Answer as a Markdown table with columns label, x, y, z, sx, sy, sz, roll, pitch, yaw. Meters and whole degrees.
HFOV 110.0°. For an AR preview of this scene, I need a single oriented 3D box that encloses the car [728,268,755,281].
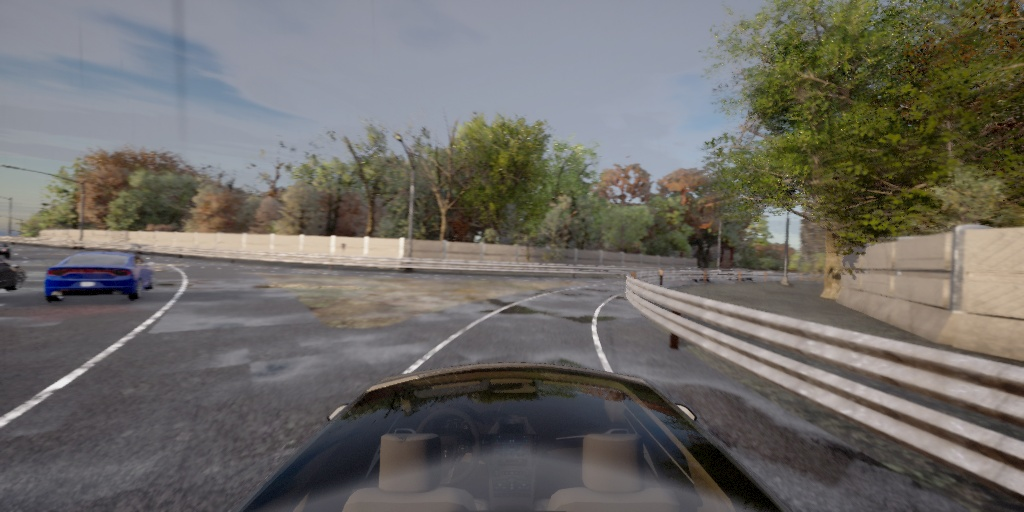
| label | x | y | z | sx | sy | sz | roll | pitch | yaw |
| --- | --- | --- | --- | --- | --- | --- | --- | --- | --- |
| car | 31.684 | 2.503 | 49.429 | 4.553 | 1.767 | 2.097 | 3 | 0 | -40 |

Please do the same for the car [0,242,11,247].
| label | x | y | z | sx | sy | sz | roll | pitch | yaw |
| --- | --- | --- | --- | --- | --- | --- | --- | --- | --- |
| car | -40.579 | -0.506 | 27.880 | 4.718 | 1.301 | 1.895 | 3 | 0 | 35 |

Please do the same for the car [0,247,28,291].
| label | x | y | z | sx | sy | sz | roll | pitch | yaw |
| --- | --- | --- | --- | --- | --- | --- | --- | --- | --- |
| car | -16.863 | 0.527 | 10.723 | 2.033 | 1.411 | 5.357 | 3 | 0 | -41 |

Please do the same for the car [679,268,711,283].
| label | x | y | z | sx | sy | sz | roll | pitch | yaw |
| --- | --- | --- | --- | --- | --- | --- | --- | --- | --- |
| car | 20.502 | 2.129 | 40.092 | 5.008 | 1.535 | 1.882 | 3 | 0 | -40 |

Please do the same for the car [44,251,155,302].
| label | x | y | z | sx | sy | sz | roll | pitch | yaw |
| --- | --- | --- | --- | --- | --- | --- | --- | --- | --- |
| car | -13.872 | 0.591 | 12.352 | 1.882 | 1.535 | 5.008 | 3 | 0 | -39 |
